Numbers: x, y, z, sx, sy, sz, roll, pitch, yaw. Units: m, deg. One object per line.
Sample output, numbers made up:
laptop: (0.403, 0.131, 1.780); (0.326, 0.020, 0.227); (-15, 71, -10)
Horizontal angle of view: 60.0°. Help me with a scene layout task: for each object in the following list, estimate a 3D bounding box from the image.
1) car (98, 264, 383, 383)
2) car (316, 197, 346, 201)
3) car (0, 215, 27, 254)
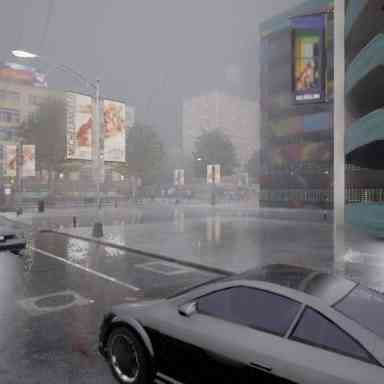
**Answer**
car: (0.815, 1.564, 3.787); (4.181, 1.385, 1.994); (0, 0, 39)
car: (17.417, 1.320, 42.547); (4.674, 1.452, 2.002); (0, 0, -42)
car: (-7.949, 1.547, 12.619); (2.033, 1.411, 5.357); (0, 0, -43)
